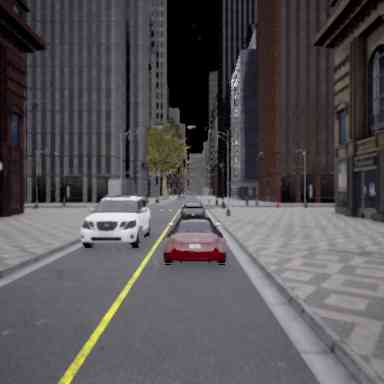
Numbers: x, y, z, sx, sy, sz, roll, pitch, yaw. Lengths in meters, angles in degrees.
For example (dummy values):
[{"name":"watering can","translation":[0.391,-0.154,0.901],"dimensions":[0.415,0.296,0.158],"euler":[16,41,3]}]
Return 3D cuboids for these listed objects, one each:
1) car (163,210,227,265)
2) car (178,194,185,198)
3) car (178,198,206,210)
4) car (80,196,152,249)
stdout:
[{"name":"car","translation":[0.093,1.547,11.666],"dimensions":[1.994,1.385,4.181],"euler":[0,0,0]},{"name":"car","translation":[-3.006,1.421,93.070],"dimensions":[1.812,1.442,4.674],"euler":[0,0,0]},{"name":"car","translation":[0.090,1.458,26.497],"dimensions":[2.128,1.511,4.902],"euler":[0,0,0]},{"name":"car","translation":[-3.102,1.201,14.755],"dimensions":[2.150,2.045,5.566],"euler":[0,0,0]}]
